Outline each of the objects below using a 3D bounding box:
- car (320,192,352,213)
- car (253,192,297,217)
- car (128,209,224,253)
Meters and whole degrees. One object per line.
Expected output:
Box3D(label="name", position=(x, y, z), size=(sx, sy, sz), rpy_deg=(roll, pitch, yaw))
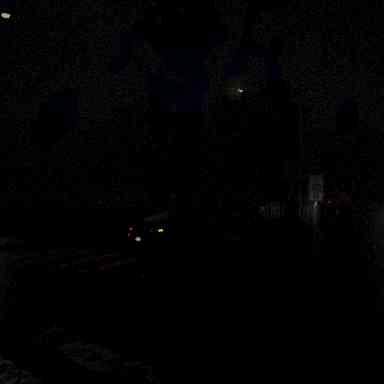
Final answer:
Box3D(label="car", position=(14.981, 1.028, 34.472), size=(2.150, 2.045, 5.566), rpy_deg=(0, 0, 36))
Box3D(label="car", position=(7.400, 1.040, 29.086), size=(2.150, 2.045, 5.566), rpy_deg=(0, 0, 36))
Box3D(label="car", position=(-0.488, 1.408, 13.277), size=(1.812, 1.442, 4.674), rpy_deg=(0, 0, 36))
